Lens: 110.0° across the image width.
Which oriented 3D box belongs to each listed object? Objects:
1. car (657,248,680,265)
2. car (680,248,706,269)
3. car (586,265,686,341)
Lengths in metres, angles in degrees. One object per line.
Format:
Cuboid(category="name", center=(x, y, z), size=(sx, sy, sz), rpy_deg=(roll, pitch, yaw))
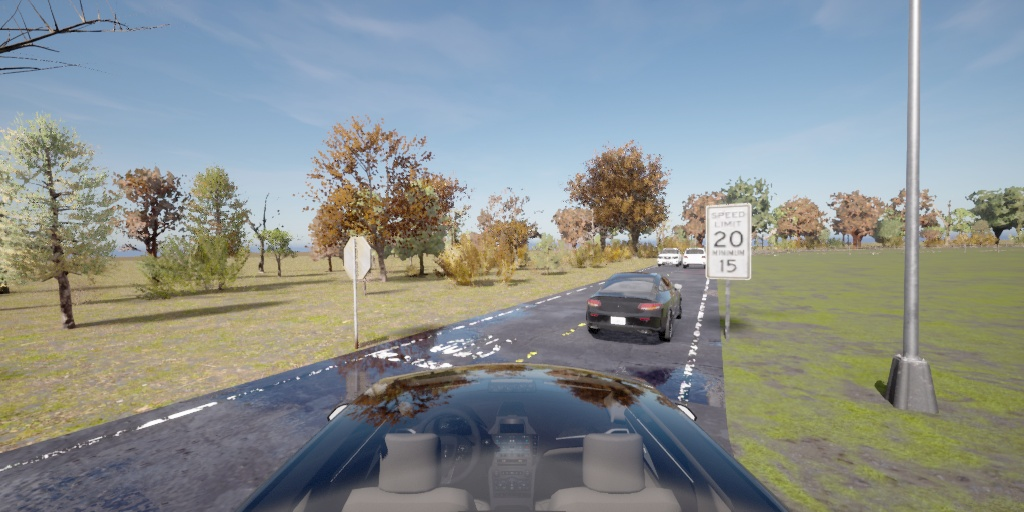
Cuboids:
Cuboid(category="car", center=(18.262, 0.132, 41.401), size=(2.150, 2.045, 5.566), rpy_deg=(0, 1, 30))
Cuboid(category="car", center=(18.951, 0.210, 36.925), size=(2.150, 2.045, 5.566), rpy_deg=(0, 1, 30))
Cuboid(category="car", center=(3.337, 1.136, 9.449), size=(1.812, 1.442, 4.674), rpy_deg=(0, 1, 30))
